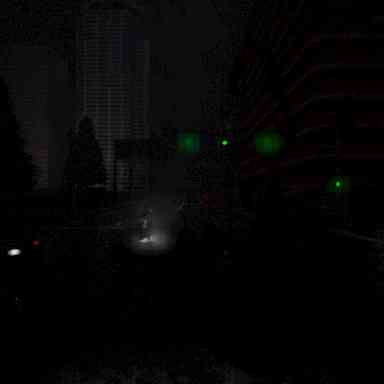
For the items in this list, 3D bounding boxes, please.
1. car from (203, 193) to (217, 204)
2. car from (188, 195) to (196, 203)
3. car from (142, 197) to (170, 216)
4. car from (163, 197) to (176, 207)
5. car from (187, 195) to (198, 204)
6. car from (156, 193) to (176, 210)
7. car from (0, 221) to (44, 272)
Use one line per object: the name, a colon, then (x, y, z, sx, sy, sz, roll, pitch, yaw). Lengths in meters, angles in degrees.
car: (3.510, 1.508, 61.966, 1.837, 1.490, 4.892, 0, 0, 0)
car: (0.012, 1.504, 72.498, 1.837, 1.490, 4.892, 0, 0, 0)
car: (-3.590, 1.493, 32.130, 2.128, 1.511, 4.902, 0, 0, 0)
car: (-3.492, 1.529, 52.033, 1.812, 1.442, 4.674, 0, 0, 0)
car: (0.111, 1.568, 61.846, 1.994, 1.385, 4.181, 0, 0, 0)
car: (-3.563, 1.355, 42.054, 2.097, 1.767, 4.553, 0, 0, 0)
car: (-6.291, 1.553, 9.916, 4.181, 1.385, 1.994, 0, 0, 36)
